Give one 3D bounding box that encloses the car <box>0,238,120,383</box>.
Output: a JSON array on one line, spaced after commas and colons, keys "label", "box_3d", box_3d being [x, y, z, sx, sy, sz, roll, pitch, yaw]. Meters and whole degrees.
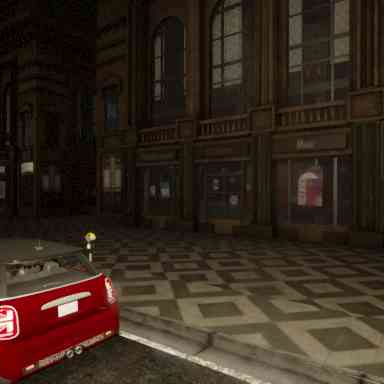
[{"label": "car", "box_3d": [-3.080, 1.440, 5.165, 4.097, 1.590, 1.967, 0, 0, 36]}]
